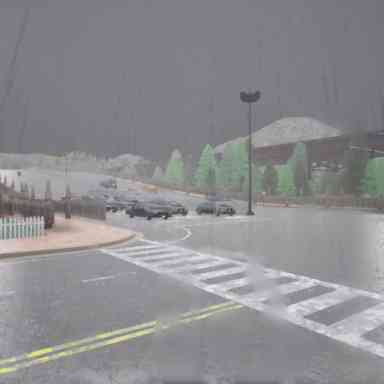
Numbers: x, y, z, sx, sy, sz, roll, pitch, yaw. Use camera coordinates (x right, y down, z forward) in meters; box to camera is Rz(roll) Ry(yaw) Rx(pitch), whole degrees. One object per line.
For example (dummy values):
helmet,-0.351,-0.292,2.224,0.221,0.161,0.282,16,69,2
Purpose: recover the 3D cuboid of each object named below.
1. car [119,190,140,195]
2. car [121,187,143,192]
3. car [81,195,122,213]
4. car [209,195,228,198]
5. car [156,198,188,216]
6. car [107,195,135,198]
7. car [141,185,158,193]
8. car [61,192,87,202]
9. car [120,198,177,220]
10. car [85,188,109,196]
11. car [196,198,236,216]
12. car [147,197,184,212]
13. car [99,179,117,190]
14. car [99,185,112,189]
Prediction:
car,-9.324,1.008,47.112,1.882,1.535,5.008,0,4,-37
car,-11.517,-0.063,61.984,1.895,1.301,4.718,0,7,-37
car,-9.909,1.451,36.262,2.033,1.411,5.357,0,2,-37
car,4.143,1.224,52.818,2.128,1.511,4.902,0,3,-37
car,-2.203,1.555,31.902,1.994,1.385,4.181,0,0,-37
car,-8.210,1.412,39.818,1.994,1.385,4.181,0,2,-37
car,-8.955,-0.797,70.078,1.882,1.535,5.008,0,7,-37
car,-16.101,0.904,44.468,1.837,1.490,4.892,0,4,-37
car,-3.832,1.543,28.257,2.033,1.411,5.357,0,0,-37
car,-14.242,0.635,47.823,2.097,1.767,4.553,0,4,-37
car,2.215,1.558,31.874,1.994,1.385,4.181,0,0,-37
car,-3.206,1.424,39.010,1.882,1.535,5.008,0,1,-37
car,-17.640,-1.706,70.007,2.150,2.045,5.566,0,7,-37
car,-15.455,0.170,55.344,1.837,1.490,4.892,0,6,-37
